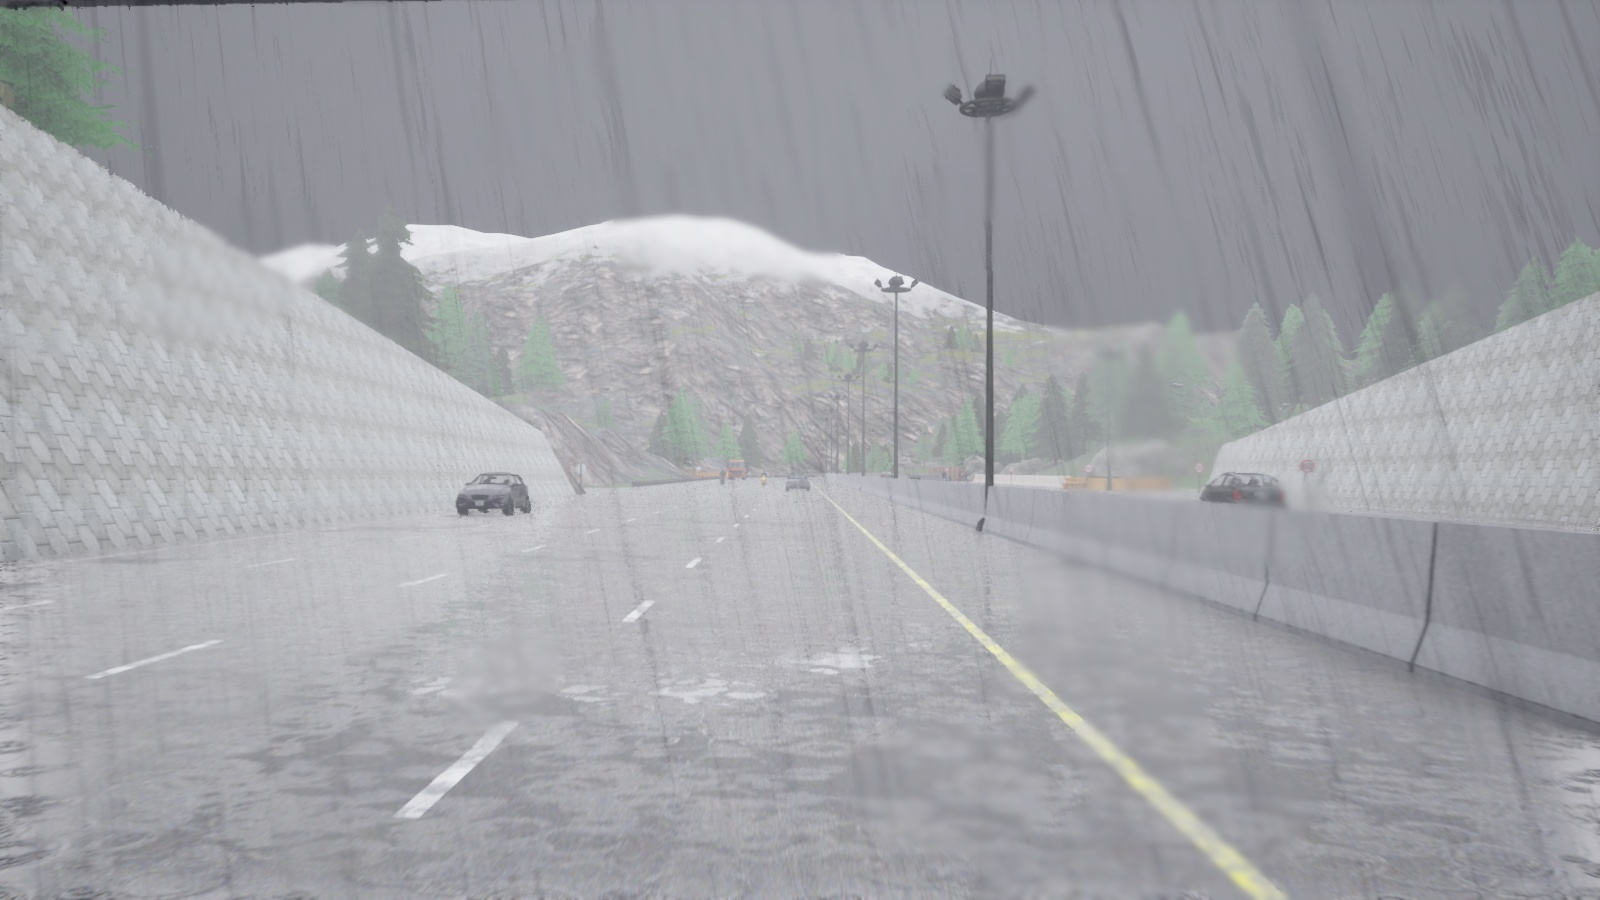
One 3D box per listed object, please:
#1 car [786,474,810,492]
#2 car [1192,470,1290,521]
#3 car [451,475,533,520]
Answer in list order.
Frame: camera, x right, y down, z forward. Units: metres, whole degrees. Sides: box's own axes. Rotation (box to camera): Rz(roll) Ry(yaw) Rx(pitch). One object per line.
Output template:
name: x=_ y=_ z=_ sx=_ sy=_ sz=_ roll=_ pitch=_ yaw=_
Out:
car: x=-0.152 y=2.561 z=98.273 sx=1.895 sy=1.301 sz=4.718 roll=0 pitch=-1 yaw=0
car: x=13.936 y=1.404 z=39.874 sx=1.789 sy=1.549 sz=3.705 roll=0 pitch=-1 yaw=0
car: x=-10.569 y=1.596 z=43.365 sx=1.816 sy=1.474 sz=4.193 roll=0 pitch=-1 yaw=0
